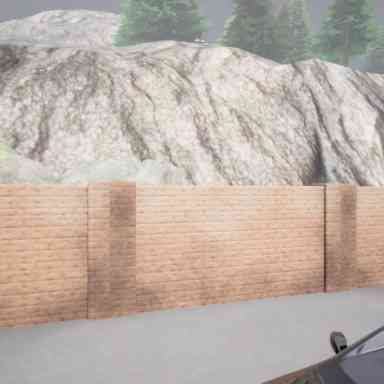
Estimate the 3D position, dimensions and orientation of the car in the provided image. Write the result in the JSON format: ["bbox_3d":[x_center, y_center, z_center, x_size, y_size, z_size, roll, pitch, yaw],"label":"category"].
[{"bbox_3d":[2.122,1.492,1.934,4.902,1.511,2.128,0,0,-19],"label":"car"}]
